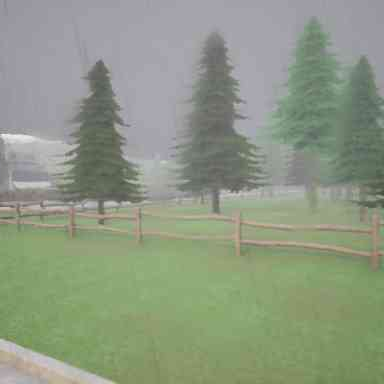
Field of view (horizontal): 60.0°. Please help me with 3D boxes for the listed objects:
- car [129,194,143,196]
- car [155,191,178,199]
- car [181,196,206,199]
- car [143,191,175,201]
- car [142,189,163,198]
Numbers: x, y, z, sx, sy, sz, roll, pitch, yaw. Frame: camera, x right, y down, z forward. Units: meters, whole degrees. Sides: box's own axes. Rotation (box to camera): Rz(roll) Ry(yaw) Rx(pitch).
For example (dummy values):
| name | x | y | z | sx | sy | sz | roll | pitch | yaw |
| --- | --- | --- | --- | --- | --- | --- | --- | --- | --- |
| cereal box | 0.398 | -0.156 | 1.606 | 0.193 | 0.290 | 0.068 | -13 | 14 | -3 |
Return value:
| name | x | y | z | sx | sy | sz | roll | pitch | yaw |
| --- | --- | --- | --- | --- | --- | --- | --- | --- | --- |
| car | -7.885 | 0.732 | 56.480 | 1.882 | 1.535 | 5.008 | 0 | 1 | 32 |
| car | -5.175 | 0.567 | 67.779 | 2.128 | 1.511 | 4.902 | 0 | 1 | 31 |
| car | 0.823 | 0.299 | 64.170 | 2.150 | 2.045 | 5.566 | 0 | 1 | 31 |
| car | -5.065 | 0.810 | 54.389 | 2.033 | 1.411 | 5.357 | 0 | 1 | 32 |
| car | -8.185 | 0.259 | 69.565 | 2.097 | 1.767 | 4.553 | 0 | 1 | 31 |
